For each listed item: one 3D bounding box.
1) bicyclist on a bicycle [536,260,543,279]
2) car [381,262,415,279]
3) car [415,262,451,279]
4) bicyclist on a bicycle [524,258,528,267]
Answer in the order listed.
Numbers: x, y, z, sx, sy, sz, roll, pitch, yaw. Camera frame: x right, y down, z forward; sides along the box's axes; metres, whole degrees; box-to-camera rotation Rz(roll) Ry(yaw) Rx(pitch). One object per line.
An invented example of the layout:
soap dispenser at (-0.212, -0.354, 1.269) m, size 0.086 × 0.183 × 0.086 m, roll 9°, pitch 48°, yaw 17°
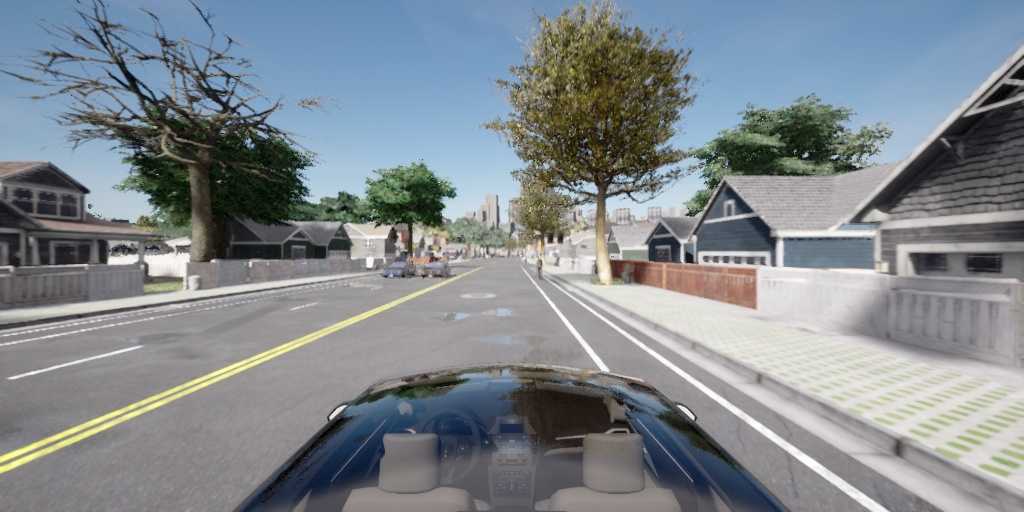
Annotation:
bicyclist on a bicycle at (2.246, 1.132, 29.075) m, size 0.582 × 1.620 × 1.656 m, roll 0°, pitch 0°, yaw 0°
car at (-9.864, 1.217, 31.877) m, size 2.033 × 1.411 × 5.357 m, roll 0°, pitch 0°, yaw 0°
car at (-6.614, 1.218, 31.708) m, size 2.033 × 1.411 × 5.357 m, roll 0°, pitch 0°, yaw 0°
bicyclist on a bicycle at (2.241, 1.056, 57.078) m, size 0.582 × 1.620 × 1.656 m, roll 0°, pitch 0°, yaw 0°
